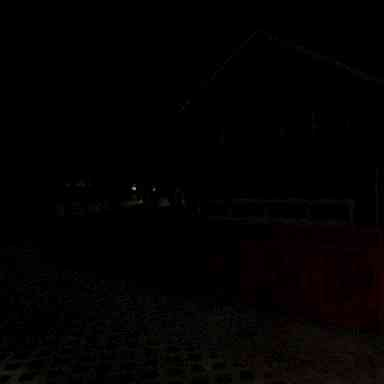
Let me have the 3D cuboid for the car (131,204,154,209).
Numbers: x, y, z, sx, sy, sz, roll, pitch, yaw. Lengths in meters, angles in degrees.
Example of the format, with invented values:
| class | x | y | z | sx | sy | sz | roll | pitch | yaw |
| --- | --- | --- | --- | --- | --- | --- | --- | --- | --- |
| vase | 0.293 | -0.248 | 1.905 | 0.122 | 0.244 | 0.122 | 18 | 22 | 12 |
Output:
| class | x | y | z | sx | sy | sz | roll | pitch | yaw |
| --- | --- | --- | --- | --- | --- | --- | --- | --- | --- |
| car | -4.991 | 2.019 | 34.927 | 1.837 | 1.490 | 4.892 | 0 | -1 | 15 |
